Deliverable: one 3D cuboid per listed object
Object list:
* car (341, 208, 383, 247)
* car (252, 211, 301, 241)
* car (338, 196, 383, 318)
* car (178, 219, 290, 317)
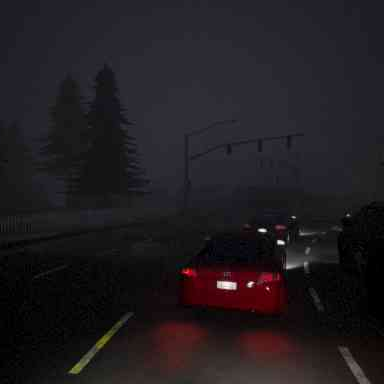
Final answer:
[{"bbox_3d":[8.371,1.564,15.849,1.994,1.385,4.181,0,0,28],"label":"car"},{"bbox_3d":[3.792,1.564,15.589,1.994,1.385,4.181,0,0,26],"label":"car"},{"bbox_3d":[4.707,1.221,7.259,2.150,2.045,5.566,0,0,15],"label":"car"},{"bbox_3d":[1.130,1.564,7.620,1.994,1.385,4.181,0,0,15],"label":"car"}]
